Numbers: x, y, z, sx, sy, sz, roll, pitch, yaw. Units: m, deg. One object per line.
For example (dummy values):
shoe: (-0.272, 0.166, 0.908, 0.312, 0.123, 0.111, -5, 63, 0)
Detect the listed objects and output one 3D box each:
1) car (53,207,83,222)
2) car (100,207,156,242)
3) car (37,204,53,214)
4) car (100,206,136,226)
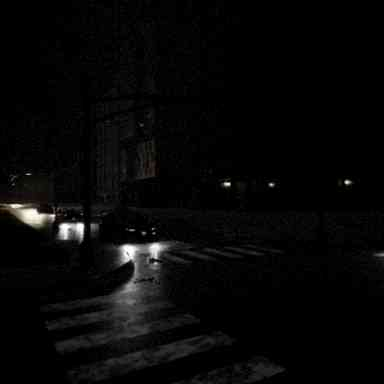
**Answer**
car: (-12.275, 2.256, 33.214, 1.895, 1.301, 4.718, 0, -1, -31)
car: (-3.778, 1.870, 18.965, 1.837, 1.490, 4.892, 1, -1, -34)
car: (-21.727, 2.542, 49.145, 1.837, 1.490, 4.892, 0, -1, -31)
car: (-6.628, 2.043, 29.430, 1.882, 1.535, 5.008, 1, -1, -28)
